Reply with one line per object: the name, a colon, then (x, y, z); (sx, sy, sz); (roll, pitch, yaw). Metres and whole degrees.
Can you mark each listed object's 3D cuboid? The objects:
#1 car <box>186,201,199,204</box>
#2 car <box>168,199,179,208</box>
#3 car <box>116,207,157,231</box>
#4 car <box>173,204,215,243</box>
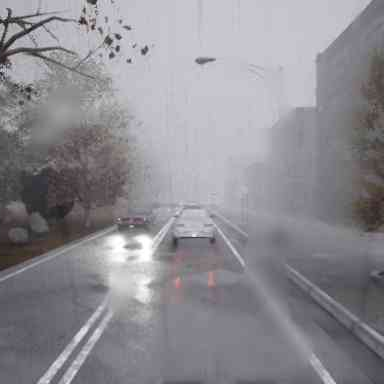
car: (0.045, 1.669, 33.662); (1.812, 1.442, 4.674); (0, -1, 0)
car: (-3.468, 2.130, 61.845); (1.837, 1.490, 4.892); (0, -2, 0)
car: (-3.371, 1.635, 20.822); (1.895, 1.301, 4.718); (0, 0, 0)
car: (0.087, 1.538, 16.016); (1.812, 1.442, 4.674); (0, 0, 0)
